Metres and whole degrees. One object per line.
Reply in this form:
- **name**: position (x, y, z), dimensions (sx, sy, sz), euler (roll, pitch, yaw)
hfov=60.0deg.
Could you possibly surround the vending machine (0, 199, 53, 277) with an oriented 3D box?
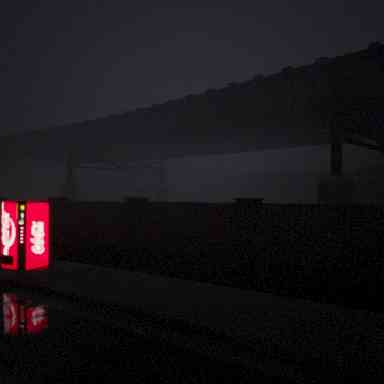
- **vending machine**: position (-4.841, 1.247, 9.702), dimensions (0.880, 2.100, 1.100), euler (0, -1, 30)
